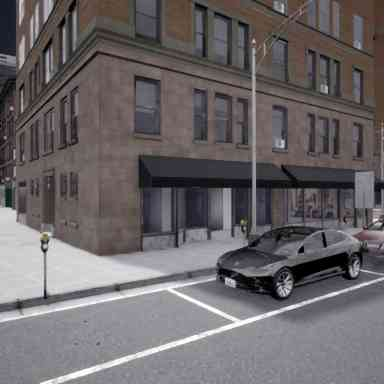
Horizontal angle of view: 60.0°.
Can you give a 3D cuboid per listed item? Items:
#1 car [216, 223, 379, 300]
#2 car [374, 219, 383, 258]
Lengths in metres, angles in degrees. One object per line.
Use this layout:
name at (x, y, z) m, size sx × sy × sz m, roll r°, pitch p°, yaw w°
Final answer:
car at (2.592, 1.566, 8.378) m, size 4.313 × 1.339 × 1.947 m, roll 0°, pitch 0°, yaw -35°
car at (7.073, 1.582, 11.569) m, size 4.206 × 1.307 × 1.802 m, roll 0°, pitch 0°, yaw -35°
